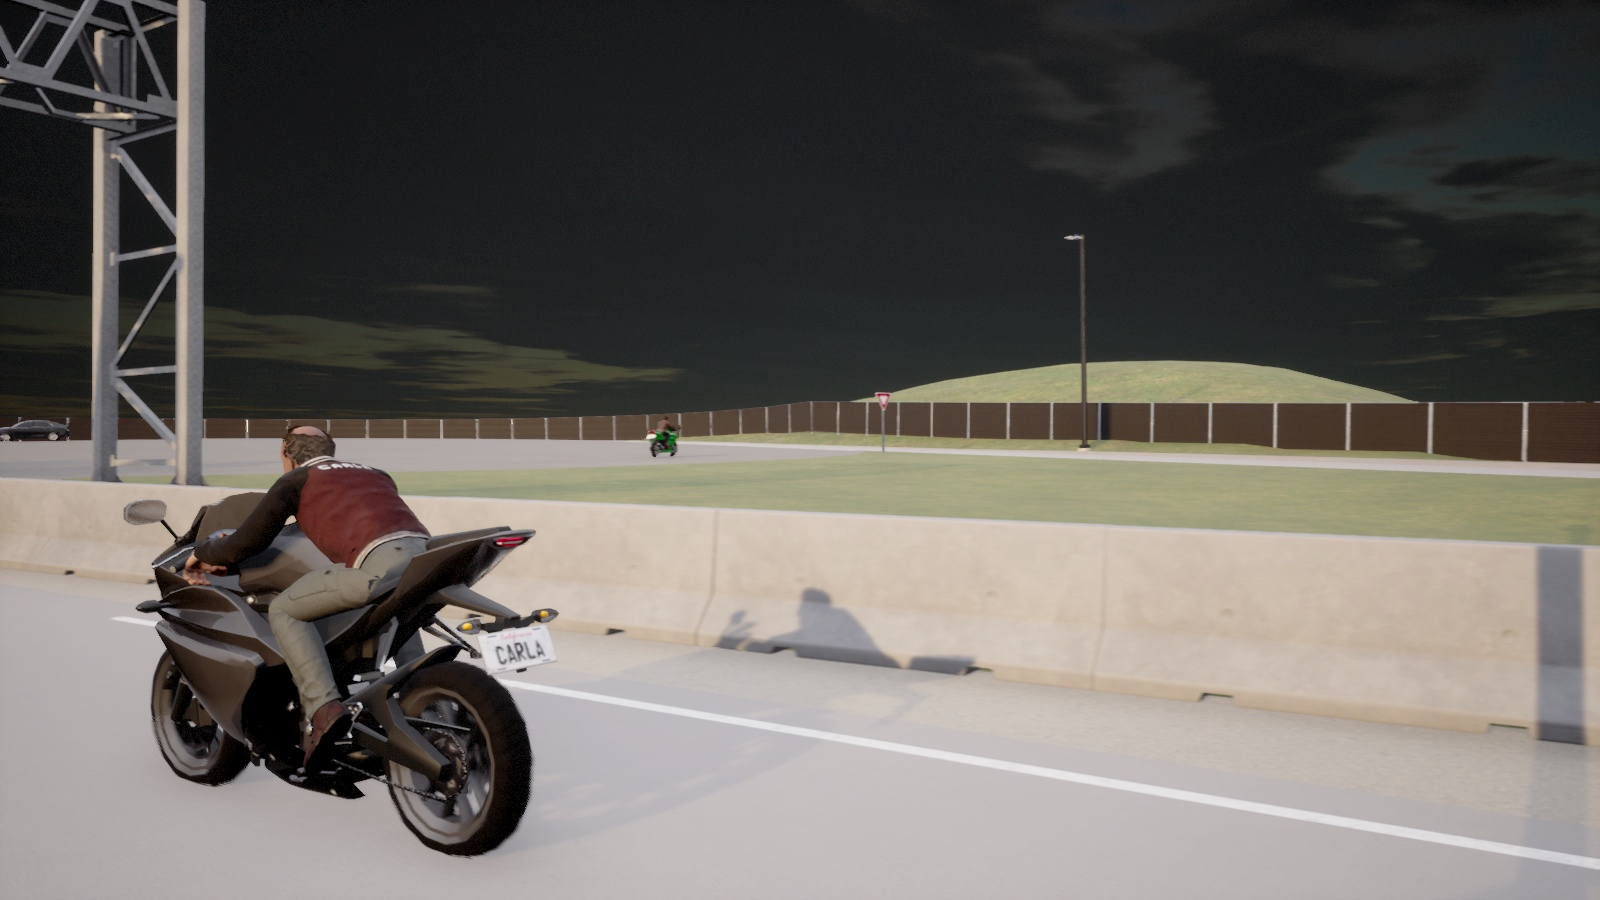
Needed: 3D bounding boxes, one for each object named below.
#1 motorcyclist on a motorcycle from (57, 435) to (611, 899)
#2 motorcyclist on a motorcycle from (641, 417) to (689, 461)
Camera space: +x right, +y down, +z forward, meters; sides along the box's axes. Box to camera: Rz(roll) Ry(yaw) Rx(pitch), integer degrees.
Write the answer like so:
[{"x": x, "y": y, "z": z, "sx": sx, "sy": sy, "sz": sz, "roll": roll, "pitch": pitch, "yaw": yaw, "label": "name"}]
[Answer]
[{"x": -1.855, "y": 0.718, "z": 4.857, "sx": 2.191, "sy": 1.530, "sz": 0.866, "roll": 0, "pitch": 1, "yaw": 34, "label": "motorcyclist on a motorcycle"}, {"x": -4.856, "y": -0.401, "z": 45.374, "sx": 0.797, "sy": 1.523, "sz": 2.044, "roll": -2, "pitch": 1, "yaw": 22, "label": "motorcyclist on a motorcycle"}]
